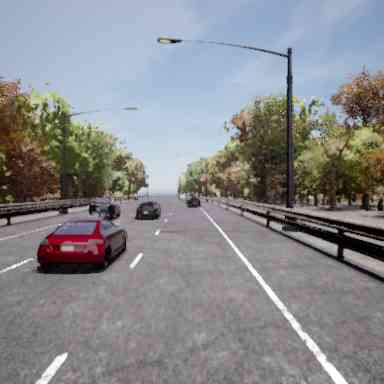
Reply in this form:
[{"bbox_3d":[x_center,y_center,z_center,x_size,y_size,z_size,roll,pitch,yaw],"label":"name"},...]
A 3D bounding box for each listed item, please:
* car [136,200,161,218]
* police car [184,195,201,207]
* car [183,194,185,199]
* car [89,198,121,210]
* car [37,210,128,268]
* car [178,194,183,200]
[{"bbox_3d":[-3.690,1.447,28.595,1.812,1.442,4.674,0,0,-1],"label":"car"},{"bbox_3d":[0.284,1.320,47.786,1.930,1.638,5.238,0,0,-2],"label":"police car"},{"bbox_3d":[-0.063,1.371,57.735,1.882,1.535,5.008,0,0,-2],"label":"car"},{"bbox_3d":[-7.101,1.324,27.500,2.128,1.511,4.902,3,-4,-2],"label":"car"},{"bbox_3d":[-3.456,1.526,11.200,1.994,1.385,4.181,0,0,0],"label":"car"},{"bbox_3d":[-2.232,1.287,82.435,1.812,1.442,4.674,0,0,-3],"label":"car"}]
